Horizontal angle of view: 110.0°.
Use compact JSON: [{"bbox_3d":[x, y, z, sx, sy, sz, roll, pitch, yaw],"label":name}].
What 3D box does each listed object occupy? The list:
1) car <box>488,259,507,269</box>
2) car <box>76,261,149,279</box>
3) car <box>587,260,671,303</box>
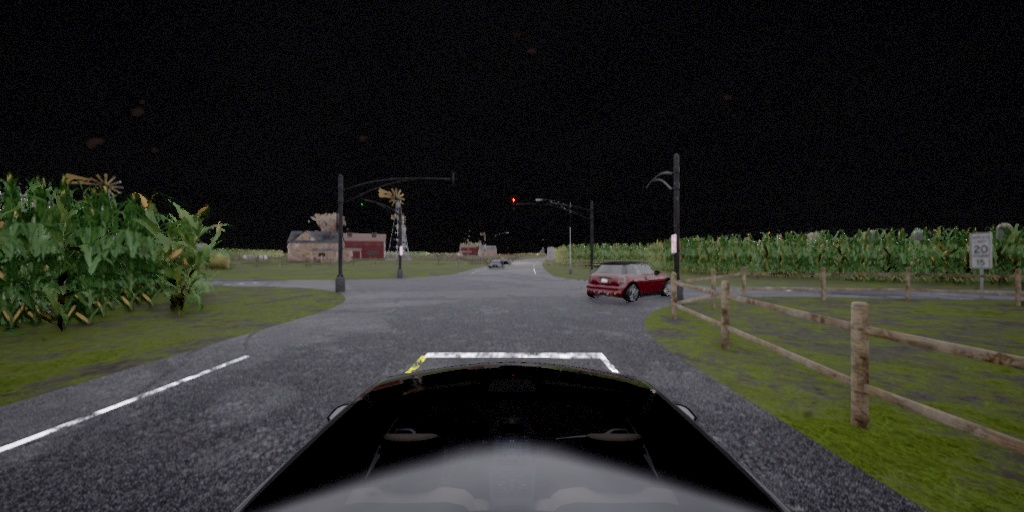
[{"bbox_3d":[-2.221,1.171,50.592,1.994,1.385,4.181,0,0,3],"label":"car"},{"bbox_3d":[-29.248,1.122,26.258,4.902,1.511,2.128,0,-1,10],"label":"car"},{"bbox_3d":[5.548,1.041,16.504,4.553,1.767,2.097,-1,1,-40],"label":"car"}]
